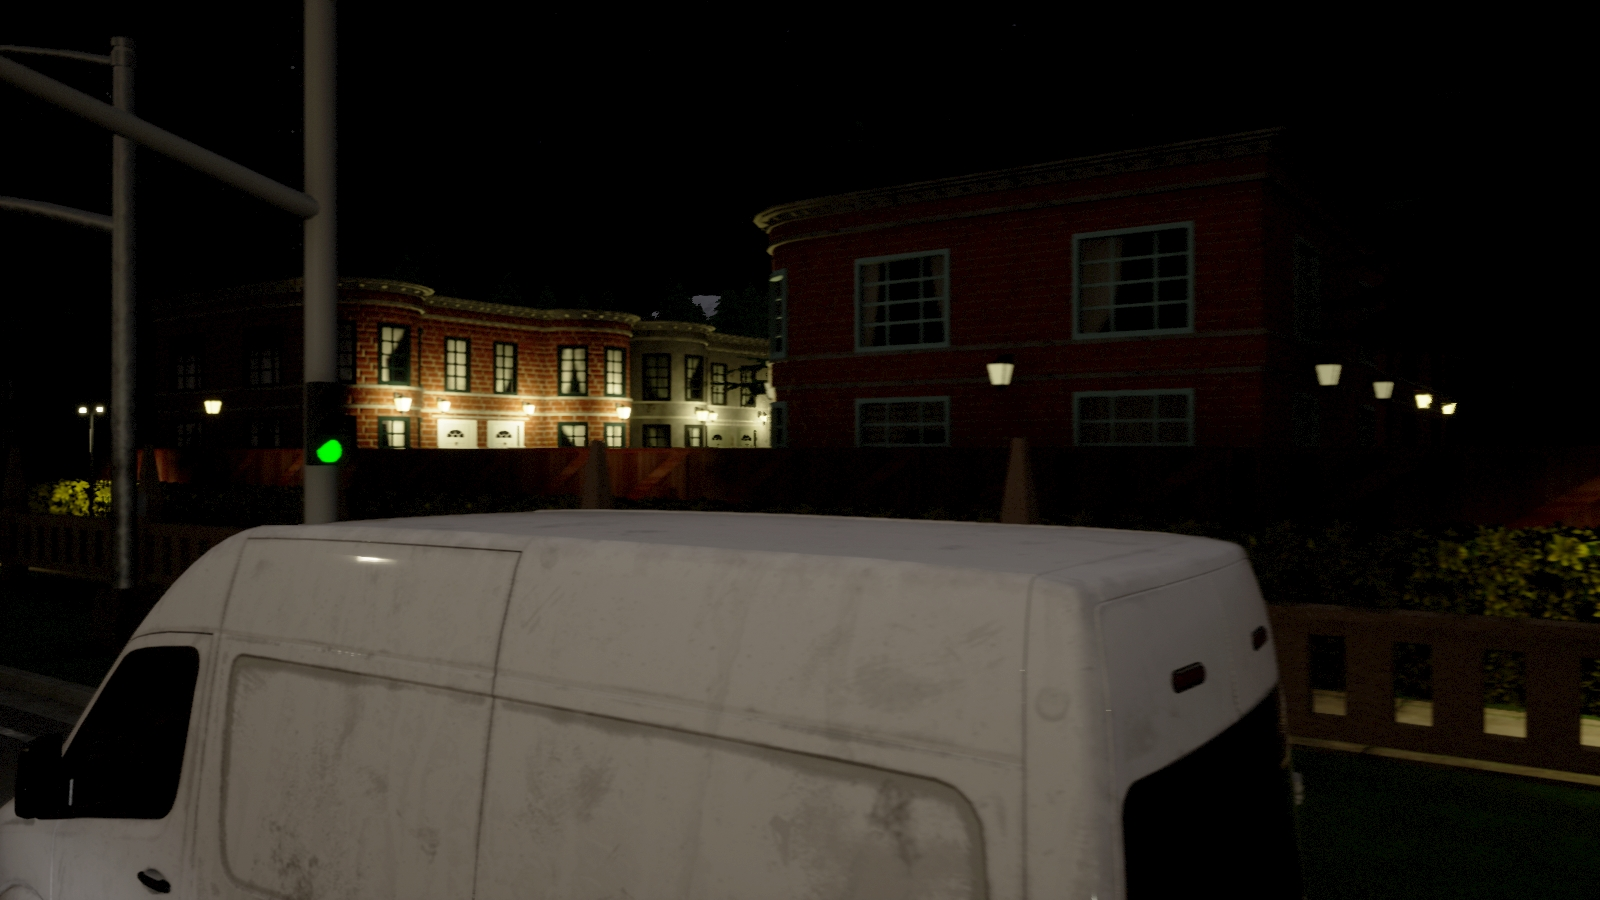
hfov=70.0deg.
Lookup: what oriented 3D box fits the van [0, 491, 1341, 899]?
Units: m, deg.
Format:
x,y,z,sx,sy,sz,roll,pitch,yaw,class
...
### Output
x,y,z,sx,sy,sz,roll,pitch,yaw,class
-1.225,1.538,4.620,5.915,2.561,1.988,0,0,35,van
